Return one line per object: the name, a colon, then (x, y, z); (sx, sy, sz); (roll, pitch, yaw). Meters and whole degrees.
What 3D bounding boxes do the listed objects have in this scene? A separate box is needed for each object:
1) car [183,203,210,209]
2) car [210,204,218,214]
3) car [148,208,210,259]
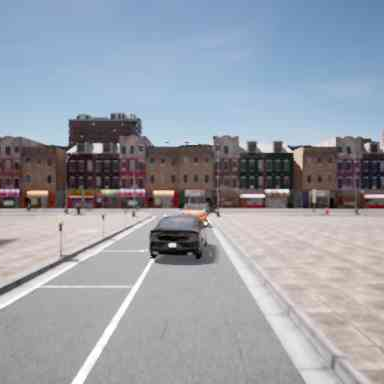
car: (0.064, 1.688, 26.106); (2.097, 1.767, 4.553); (0, -1, 0)
car: (1.683, 2.059, 40.444); (1.812, 1.442, 4.674); (-1, -1, 26)
car: (-0.428, 1.650, 13.505); (1.882, 1.535, 5.008); (0, -1, 5)
